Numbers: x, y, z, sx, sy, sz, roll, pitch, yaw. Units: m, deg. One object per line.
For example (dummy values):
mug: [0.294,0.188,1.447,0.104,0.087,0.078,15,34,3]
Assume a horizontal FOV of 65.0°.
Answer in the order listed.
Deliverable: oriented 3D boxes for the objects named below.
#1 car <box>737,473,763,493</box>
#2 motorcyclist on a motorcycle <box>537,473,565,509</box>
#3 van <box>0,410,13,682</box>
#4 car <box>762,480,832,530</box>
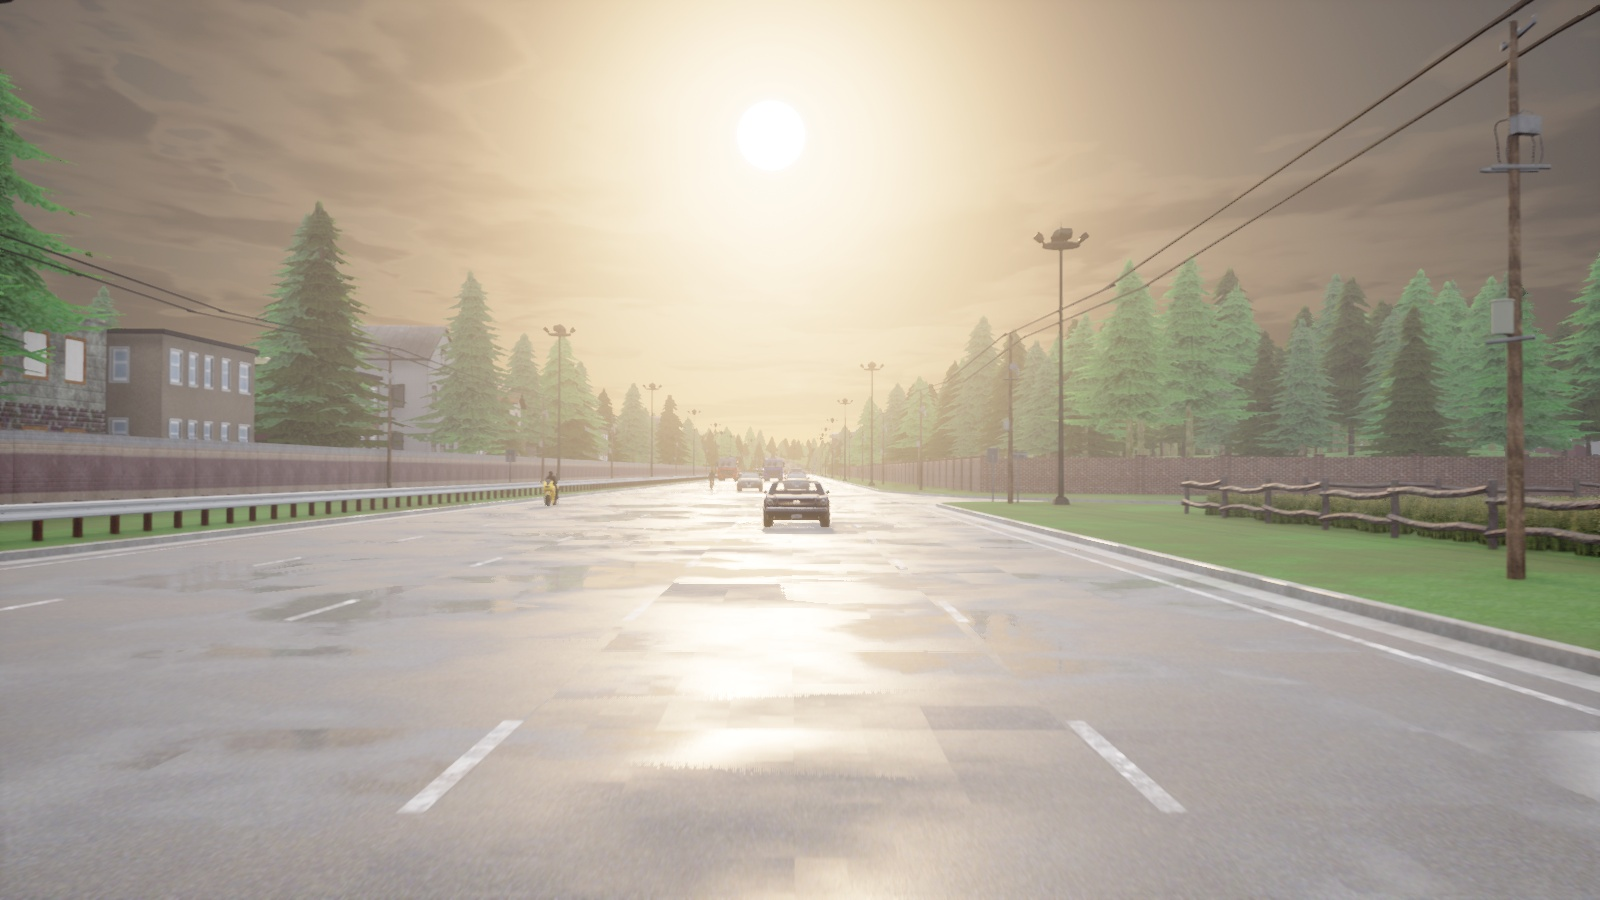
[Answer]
car: [-3.727,2.440,94.667,1.812,1.442,4.674,0,-1,0]
motorcyclist on a motorcycle: [-10.629,1.736,53.589,0.797,1.523,2.044,0,-1,0]
van: [-7.019,0.688,7.300,2.069,2.038,4.480,0,-1,0]
car: [-0.086,1.519,36.035,1.895,1.301,4.718,0,-1,0]
